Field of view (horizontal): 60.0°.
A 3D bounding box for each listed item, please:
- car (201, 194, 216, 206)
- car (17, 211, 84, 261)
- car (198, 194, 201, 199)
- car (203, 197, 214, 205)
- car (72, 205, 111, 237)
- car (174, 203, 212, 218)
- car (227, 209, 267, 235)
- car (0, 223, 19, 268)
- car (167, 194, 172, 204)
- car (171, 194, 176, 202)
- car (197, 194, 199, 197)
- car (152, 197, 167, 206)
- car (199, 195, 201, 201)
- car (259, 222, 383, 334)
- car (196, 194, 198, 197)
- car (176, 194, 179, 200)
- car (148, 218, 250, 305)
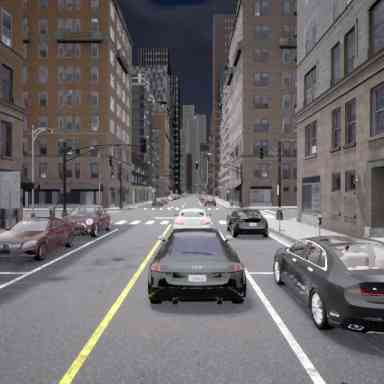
[{"bbox_3d":[2.940,1.476,54.793,1.967,1.590,4.097,0,0,0],"label":"car"},{"bbox_3d":[-5.659,1.582,12.209,1.802,1.307,4.206,0,0,0],"label":"car"},{"bbox_3d":[2.999,1.524,76.428,1.967,1.590,4.097,0,0,0],"label":"car"},{"bbox_3d":[2.956,1.571,60.372,1.752,1.417,4.829,0,0,0],"label":"car"},{"bbox_3d":[-5.654,1.441,17.711,1.967,1.590,4.097,0,0,0],"label":"car"},{"bbox_3d":[0.050,1.526,16.925,1.812,1.442,4.674,0,0,1],"label":"car"},{"bbox_3d":[2.872,1.567,17.702,1.947,1.339,4.313,0,0,0],"label":"car"},{"bbox_3d":[-5.664,1.566,6.708,1.947,1.339,4.313,0,0,0],"label":"car"},{"bbox_3d":[-5.554,1.606,65.630,2.008,1.369,4.403,0,0,0],"label":"car"},{"bbox_3d":[-5.510,1.626,81.686,1.752,1.417,4.829,0,0,0],"label":"car"},{"bbox_3d":[3.029,1.561,87.246,1.967,1.590,4.097,0,0,0],"label":"car"},{"bbox_3d":[-5.584,1.618,54.814,1.802,1.307,4.206,0,0,0],"label":"car"},{"bbox_3d":[2.971,1.607,65.610,2.008,1.369,4.403,0,0,0],"label":"car"},{"bbox_3d":[2.861,1.551,6.700,2.008,1.369,4.403,0,0,0],"label":"car"},{"bbox_3d":[3.043,1.457,92.656,2.192,1.841,5.009,0,0,0],"label":"car"},{"bbox_3d":[-5.481,1.457,92.674,2.192,1.841,5.009,0,0,0],"label":"car"},{"bbox_3d":[0.090,1.564,8.166,1.994,1.385,4.181,0,0,0],"label":"car"}]
